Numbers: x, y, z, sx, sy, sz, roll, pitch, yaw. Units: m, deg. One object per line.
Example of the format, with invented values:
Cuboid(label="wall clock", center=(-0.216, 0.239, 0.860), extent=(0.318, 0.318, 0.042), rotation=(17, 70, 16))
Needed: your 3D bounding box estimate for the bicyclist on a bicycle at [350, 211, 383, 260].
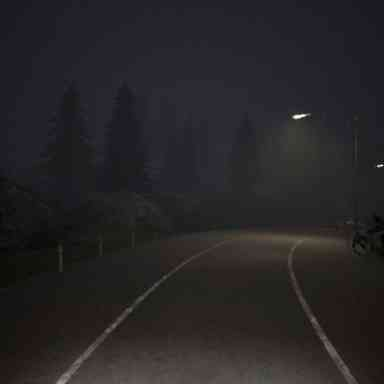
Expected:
Cuboid(label="bicyclist on a bicycle", center=(7.051, 1.672, 12.613), extent=(1.656, 1.620, 0.582), rotation=(8, -1, 19))

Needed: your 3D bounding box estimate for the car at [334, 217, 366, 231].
Cuboid(label="car", center=(17.315, 3.524, 36.430), extent=(4.674, 1.442, 1.812), rotation=(7, -4, -40))

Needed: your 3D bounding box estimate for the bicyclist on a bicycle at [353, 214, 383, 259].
Cuboid(label="bicyclist on a bicycle", center=(6.959, 1.691, 12.308), extent=(1.656, 1.620, 0.582), rotation=(7, 6, 19))
